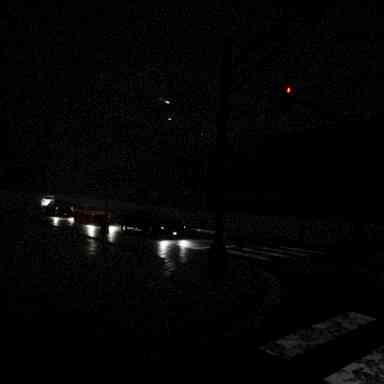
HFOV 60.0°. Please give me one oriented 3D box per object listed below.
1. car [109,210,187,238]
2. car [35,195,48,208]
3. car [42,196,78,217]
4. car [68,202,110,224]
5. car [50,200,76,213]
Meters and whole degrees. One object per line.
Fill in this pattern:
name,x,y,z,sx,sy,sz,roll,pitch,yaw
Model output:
car,-2.511,1.761,19.211,2.033,1.411,5.357,4,-3,-38
car,-23.602,1.549,53.570,2.150,2.045,5.566,4,-1,-36
car,-14.084,1.679,35.419,2.097,1.767,4.553,4,-2,-35
car,-8.232,1.770,27.243,1.882,1.535,5.008,4,-3,-36
car,-17.731,1.941,45.439,2.128,1.511,4.902,4,-2,-35
